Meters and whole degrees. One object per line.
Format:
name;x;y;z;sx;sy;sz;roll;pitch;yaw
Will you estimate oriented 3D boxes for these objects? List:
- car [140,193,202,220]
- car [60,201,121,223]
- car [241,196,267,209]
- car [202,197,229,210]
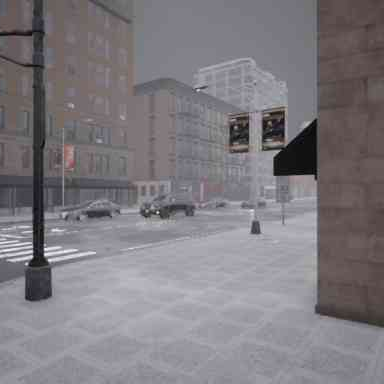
car;-1.867;1.132;27.799;2.150;2.045;5.566;0;0;36
car;-7.607;1.427;25.342;2.128;1.511;4.902;0;0;35
car;7.771;1.340;41.392;1.837;1.490;4.892;0;1;36
car;2.640;1.354;39.787;2.128;1.511;4.902;0;0;36
